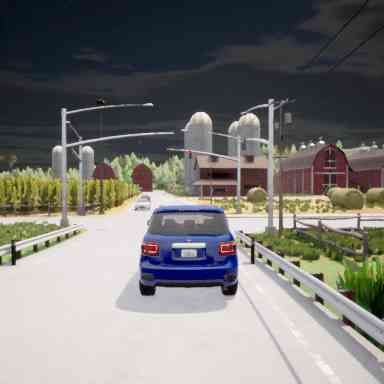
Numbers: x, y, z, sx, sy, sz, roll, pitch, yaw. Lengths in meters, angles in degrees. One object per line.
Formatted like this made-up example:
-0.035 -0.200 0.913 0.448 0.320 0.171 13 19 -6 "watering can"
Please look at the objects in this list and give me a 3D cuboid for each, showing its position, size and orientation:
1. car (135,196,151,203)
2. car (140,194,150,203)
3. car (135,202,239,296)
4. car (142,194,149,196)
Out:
-6.151 1.559 41.661 1.812 1.442 4.674 0 1 -7 "car"
-8.903 1.216 63.751 1.812 1.442 4.674 0 1 -7 "car"
-0.109 1.369 9.145 2.150 2.045 5.566 0 -2 -1 "car"
-7.558 1.421 53.039 1.994 1.385 4.181 0 1 -7 "car"
